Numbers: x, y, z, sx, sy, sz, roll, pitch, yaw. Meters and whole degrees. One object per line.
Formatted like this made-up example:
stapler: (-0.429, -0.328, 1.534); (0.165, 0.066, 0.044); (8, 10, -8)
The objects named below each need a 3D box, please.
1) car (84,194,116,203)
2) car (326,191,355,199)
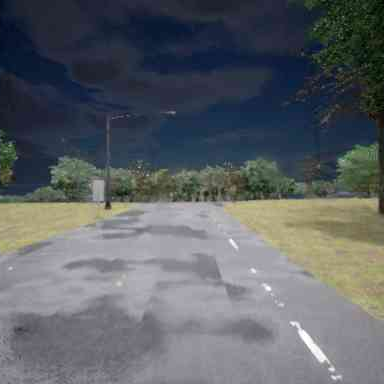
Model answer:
car: (-13.876, 0.941, 50.369); (4.674, 1.442, 1.812); (0, -3, 1)
car: (25.766, 0.629, 57.808); (4.674, 1.442, 1.812); (-2, -2, -1)
